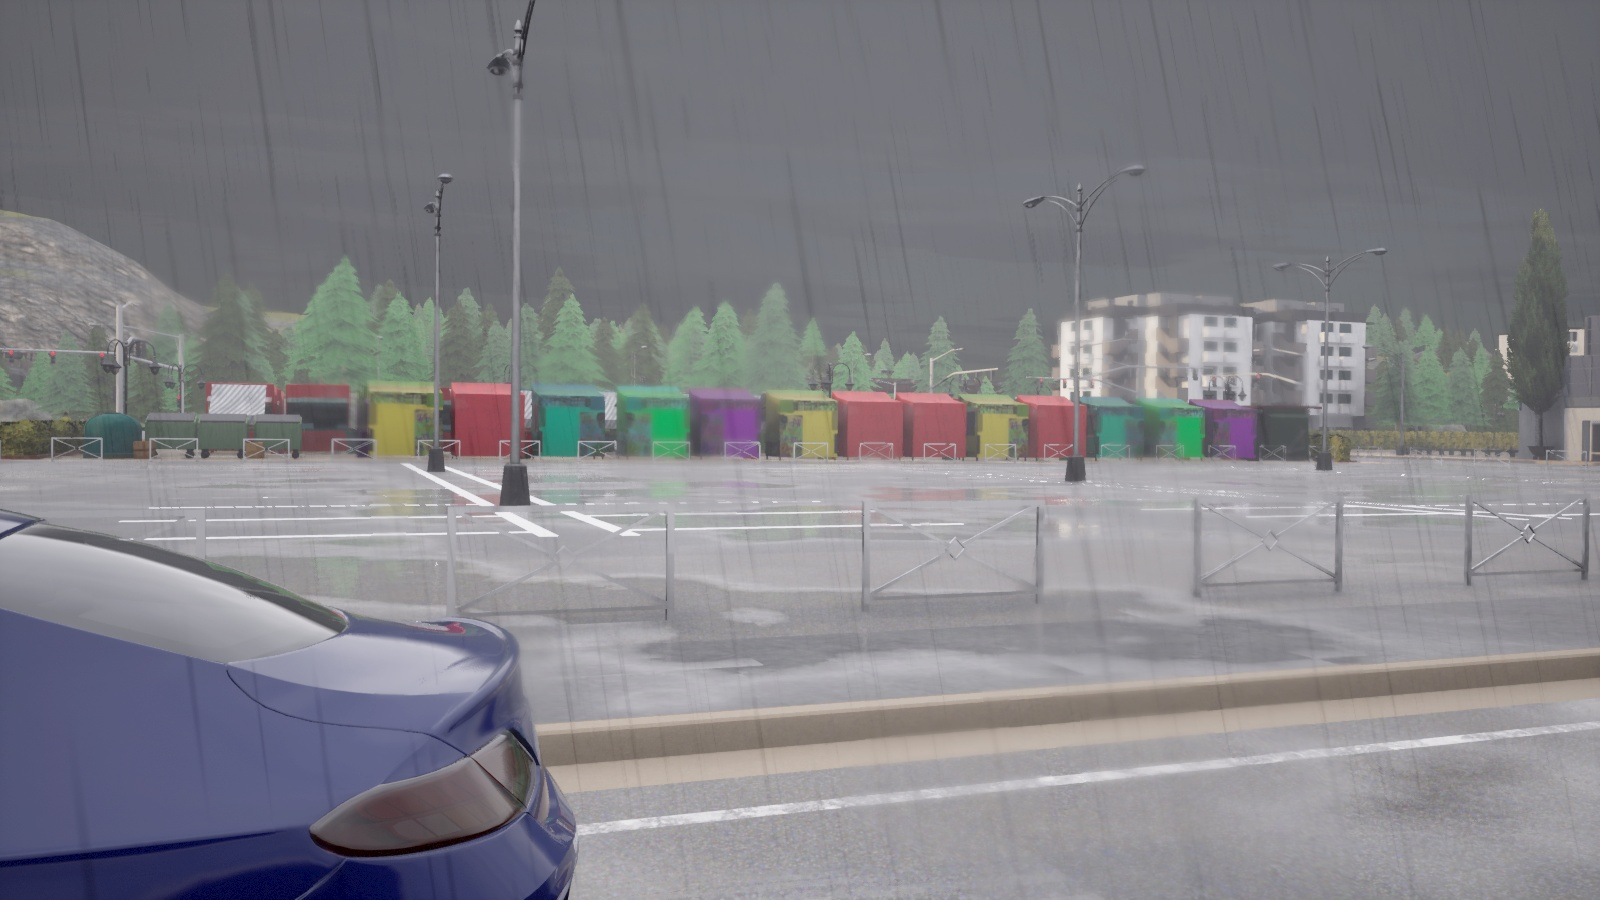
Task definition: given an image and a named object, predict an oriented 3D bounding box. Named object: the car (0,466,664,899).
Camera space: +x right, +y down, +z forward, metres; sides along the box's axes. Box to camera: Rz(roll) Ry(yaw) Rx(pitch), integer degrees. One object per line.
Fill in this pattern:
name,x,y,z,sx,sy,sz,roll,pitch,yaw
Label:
car,-2.743,0.818,2.198,4.674,1.442,1.812,-1,1,-21
